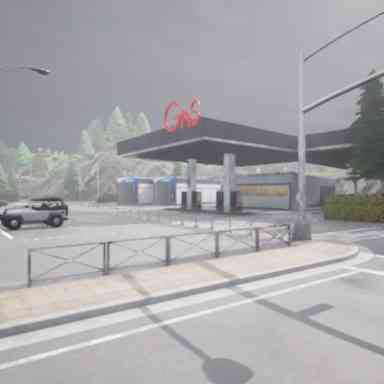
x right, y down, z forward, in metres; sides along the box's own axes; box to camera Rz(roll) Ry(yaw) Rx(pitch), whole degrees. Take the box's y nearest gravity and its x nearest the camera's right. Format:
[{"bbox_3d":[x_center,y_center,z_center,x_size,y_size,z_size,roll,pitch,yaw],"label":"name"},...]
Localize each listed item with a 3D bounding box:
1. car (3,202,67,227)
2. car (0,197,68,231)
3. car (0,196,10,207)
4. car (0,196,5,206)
[{"bbox_3d":[-11.072,1.543,23.550,3.806,1.475,1.970,0,0,-36],"label":"car"},{"bbox_3d":[-9.631,1.260,20.492,3.866,1.878,1.905,0,0,-36],"label":"car"},{"bbox_3d":[-31.081,1.513,51.356,5.027,1.636,2.152,0,0,-36],"label":"car"},{"bbox_3d":[-32.952,1.522,53.874,4.514,1.523,2.007,0,0,-36],"label":"car"}]
